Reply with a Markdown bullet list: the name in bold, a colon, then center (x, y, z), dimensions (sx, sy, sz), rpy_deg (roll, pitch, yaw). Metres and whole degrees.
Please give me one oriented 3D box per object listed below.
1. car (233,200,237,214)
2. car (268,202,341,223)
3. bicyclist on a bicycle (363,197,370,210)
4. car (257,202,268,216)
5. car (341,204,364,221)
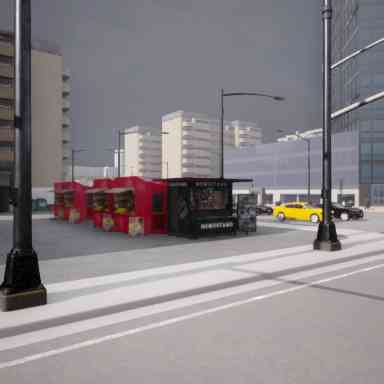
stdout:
- **car**: center (3.130, 1.455, 34.914), dimensions (2.150, 2.045, 5.566), rpy_deg (0, -1, -36)
- **car**: center (8.952, 1.589, 26.846), dimensions (1.882, 1.535, 5.008), rpy_deg (0, -1, -38)
- **bicyclist on a bicycle**: center (22.311, 1.466, 42.485), dimensions (1.656, 1.620, 0.582), rpy_deg (0, 0, -36)
- **car**: center (6.774, 1.778, 35.843), dimensions (1.994, 1.385, 4.181), rpy_deg (0, -1, -36)
- **car**: center (12.056, 1.587, 28.562), dimensions (1.882, 1.535, 5.008), rpy_deg (0, -1, -36)
